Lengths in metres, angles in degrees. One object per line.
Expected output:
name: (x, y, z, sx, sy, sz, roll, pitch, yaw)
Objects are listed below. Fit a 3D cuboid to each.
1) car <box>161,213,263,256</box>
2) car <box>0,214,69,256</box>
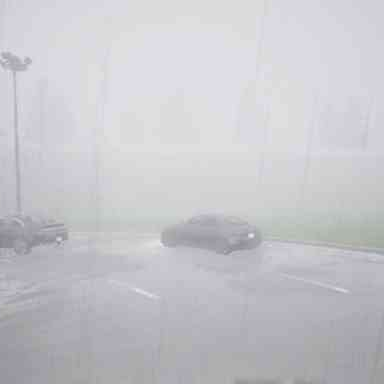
car: (0.656, 1.536, 13.056, 4.181, 1.385, 1.994, -2, 0, 45)
car: (-7.489, 1.693, 13.894, 4.902, 1.511, 2.128, -2, 0, 20)
